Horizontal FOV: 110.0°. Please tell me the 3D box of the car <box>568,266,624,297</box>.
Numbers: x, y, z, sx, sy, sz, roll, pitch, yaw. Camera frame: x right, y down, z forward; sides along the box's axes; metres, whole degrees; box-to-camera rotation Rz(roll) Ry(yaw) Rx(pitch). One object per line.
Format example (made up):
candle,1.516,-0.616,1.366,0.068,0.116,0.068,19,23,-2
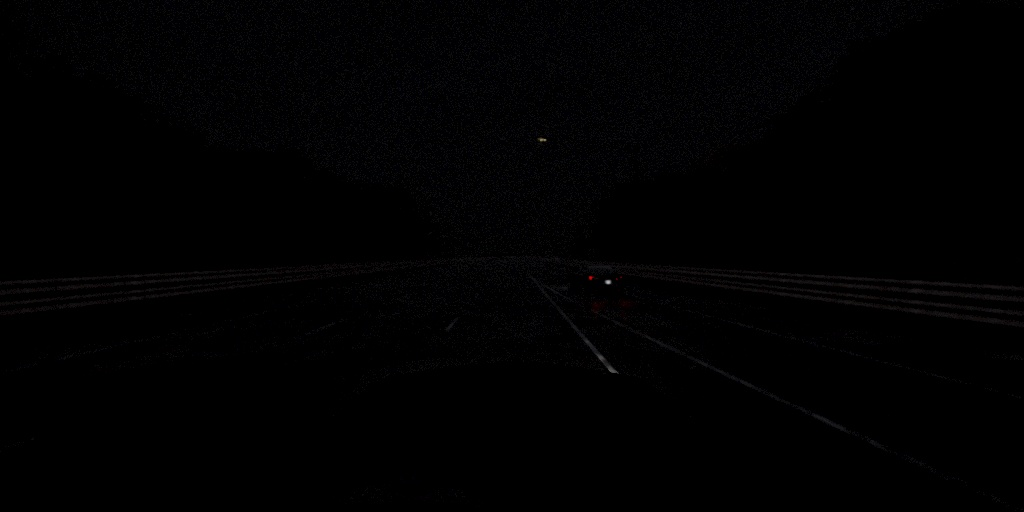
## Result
car,4.347,1.246,19.080,2.163,1.488,4.792,0,0,-4
